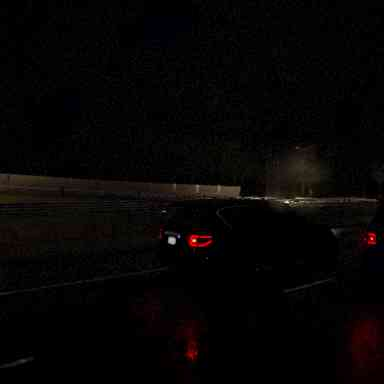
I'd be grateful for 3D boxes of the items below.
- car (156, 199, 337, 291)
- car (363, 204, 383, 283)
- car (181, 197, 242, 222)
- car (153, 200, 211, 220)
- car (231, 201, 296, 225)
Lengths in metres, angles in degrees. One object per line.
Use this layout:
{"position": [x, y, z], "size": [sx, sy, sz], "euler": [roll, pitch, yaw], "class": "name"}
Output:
{"position": [1.714, 1.221, 9.269], "size": [5.566, 2.045, 2.150], "euler": [0, 0, -35], "class": "car"}
{"position": [6.565, 1.222, 8.430], "size": [5.566, 2.045, 2.150], "euler": [0, 0, -35], "class": "car"}
{"position": [1.592, 1.356, 26.622], "size": [4.553, 1.767, 2.097], "euler": [0, 0, -35], "class": "car"}
{"position": [-0.785, 1.508, 29.226], "size": [4.892, 1.490, 1.837], "euler": [0, 0, -35], "class": "car"}
{"position": [5.455, 1.483, 25.079], "size": [5.008, 1.535, 1.882], "euler": [0, 0, -35], "class": "car"}
